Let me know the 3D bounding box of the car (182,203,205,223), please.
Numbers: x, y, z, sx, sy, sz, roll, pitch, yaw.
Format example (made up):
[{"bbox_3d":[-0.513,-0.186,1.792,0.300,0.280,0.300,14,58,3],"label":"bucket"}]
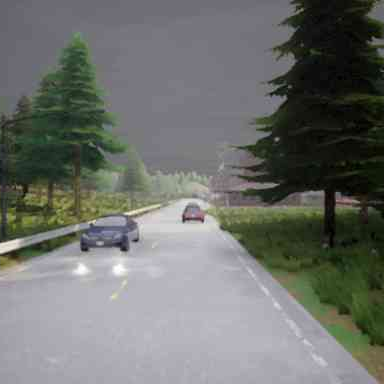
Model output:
[{"bbox_3d":[0.094,1.959,29.764,1.994,1.385,4.181,0,-1,0],"label":"car"}]

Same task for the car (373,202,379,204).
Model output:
[{"bbox_3d":[35.412,2.138,61.130,4.193,1.474,1.816,0,5,-2],"label":"car"}]

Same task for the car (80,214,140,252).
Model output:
[{"bbox_3d":[-3.497,1.724,14.992,1.812,1.442,4.674,0,-1,0],"label":"car"}]
